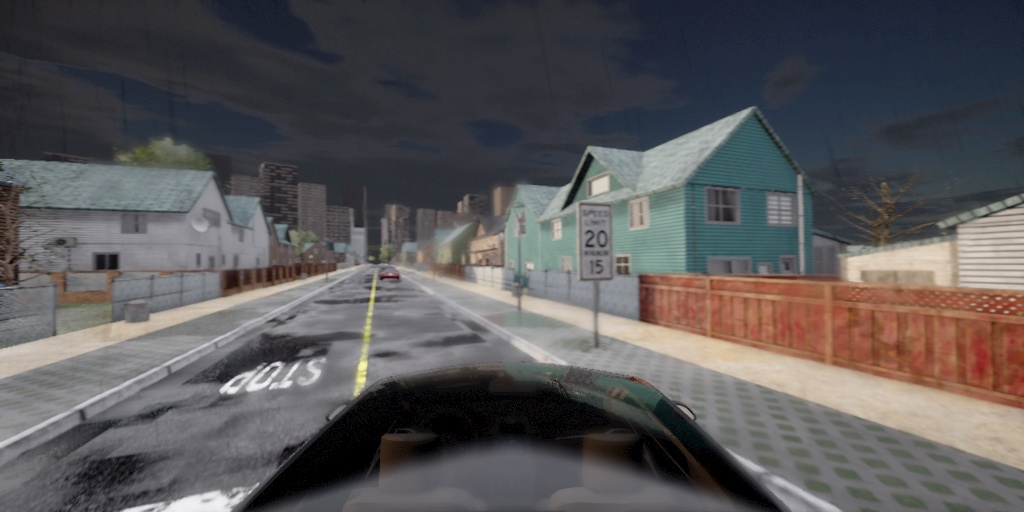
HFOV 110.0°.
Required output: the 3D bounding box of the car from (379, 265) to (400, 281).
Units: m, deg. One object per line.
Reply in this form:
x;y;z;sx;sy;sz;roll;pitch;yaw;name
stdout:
-13.017;1.846;38.142;1.994;1.385;4.181;0;-1;-21;car
